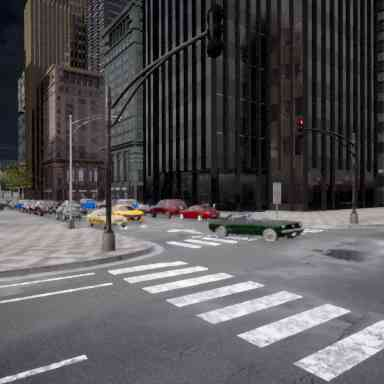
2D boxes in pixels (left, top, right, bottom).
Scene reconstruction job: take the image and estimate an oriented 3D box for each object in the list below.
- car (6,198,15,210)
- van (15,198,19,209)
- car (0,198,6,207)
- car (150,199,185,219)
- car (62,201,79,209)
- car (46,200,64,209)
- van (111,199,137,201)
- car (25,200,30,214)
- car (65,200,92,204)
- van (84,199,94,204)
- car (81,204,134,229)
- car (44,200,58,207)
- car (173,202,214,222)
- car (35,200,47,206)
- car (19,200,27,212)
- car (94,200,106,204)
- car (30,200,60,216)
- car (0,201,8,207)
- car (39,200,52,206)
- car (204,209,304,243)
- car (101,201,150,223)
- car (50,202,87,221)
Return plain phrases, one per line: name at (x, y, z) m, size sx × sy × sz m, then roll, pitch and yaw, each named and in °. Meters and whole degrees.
car at (-32.036, 2.354, 60.471) m, size 1.967 × 1.590 × 4.097 m, roll -1°, pitch 0°, yaw -35°
van at (-26.260, 2.123, 52.371) m, size 1.690 × 1.788 × 3.998 m, roll -1°, pitch 0°, yaw -35°
car at (-41.402, 2.667, 73.606) m, size 1.887 × 1.381 × 4.507 m, roll -1°, pitch 0°, yaw -35°
car at (-2.401, 1.669, 33.616) m, size 2.192 × 1.841 × 5.009 m, roll -1°, pitch 0°, yaw -35°
car at (-22.783, 2.407, 62.185) m, size 1.802 × 1.307 × 4.206 m, roll -1°, pitch 0°, yaw -35°
car at (-25.046, 2.317, 60.777) m, size 1.882 × 1.535 × 5.008 m, roll 0°, pitch -1°, yaw -35°
van at (-8.299, 1.833, 41.906) m, size 1.690 × 1.788 × 3.998 m, roll -1°, pitch 0°, yaw -35°
car at (-20.581, 2.196, 44.416) m, size 1.887 × 1.381 × 4.507 m, roll -1°, pitch 0°, yaw -35°
car at (-13.944, 2.063, 39.718) m, size 1.812 × 1.442 × 4.674 m, roll 0°, pitch -1°, yaw -35°
van at (-17.147, 2.038, 54.340) m, size 1.690 × 1.788 × 3.998 m, roll -1°, pitch 0°, yaw -35°
car at (-6.297, 1.844, 24.390) m, size 1.752 × 1.417 × 4.829 m, roll -1°, pitch 0°, yaw -35°
car at (-31.846, 2.596, 74.890) m, size 1.947 × 1.339 × 4.313 m, roll -1°, pitch 0°, yaw -35°
car at (0.554, 1.829, 29.471) m, size 1.887 × 1.381 × 4.507 m, roll -1°, pitch 0°, yaw -35°
car at (-37.889, 2.711, 83.361) m, size 2.008 × 1.369 × 4.403 m, roll -1°, pitch 0°, yaw -35°
car at (-23.420, 2.157, 48.393) m, size 1.967 × 1.590 × 4.097 m, roll -1°, pitch 0°, yaw -35°
car at (-11.249, 1.876, 46.051) m, size 2.192 × 1.841 × 5.009 m, roll -1°, pitch 0°, yaw -35°
car at (-17.749, 1.901, 40.438) m, size 2.192 × 1.841 × 5.009 m, roll -1°, pitch 0°, yaw -35°
car at (-44.524, 2.771, 77.983) m, size 1.802 × 1.307 × 4.206 m, roll -1°, pitch 0°, yaw -35°
car at (-34.868, 2.661, 79.126) m, size 1.947 × 1.339 × 4.313 m, roll -1°, pitch 0°, yaw -35°
car at (3.081, 1.686, 16.646) m, size 1.895 × 1.301 × 4.718 m, roll 0°, pitch -2°, yaw -43°
car at (-5.809, 1.824, 28.271) m, size 1.882 × 1.535 × 5.008 m, roll 0°, pitch -1°, yaw -34°
car at (-12.069, 2.004, 32.483) m, size 2.008 × 1.369 × 4.403 m, roll -1°, pitch 0°, yaw -35°
